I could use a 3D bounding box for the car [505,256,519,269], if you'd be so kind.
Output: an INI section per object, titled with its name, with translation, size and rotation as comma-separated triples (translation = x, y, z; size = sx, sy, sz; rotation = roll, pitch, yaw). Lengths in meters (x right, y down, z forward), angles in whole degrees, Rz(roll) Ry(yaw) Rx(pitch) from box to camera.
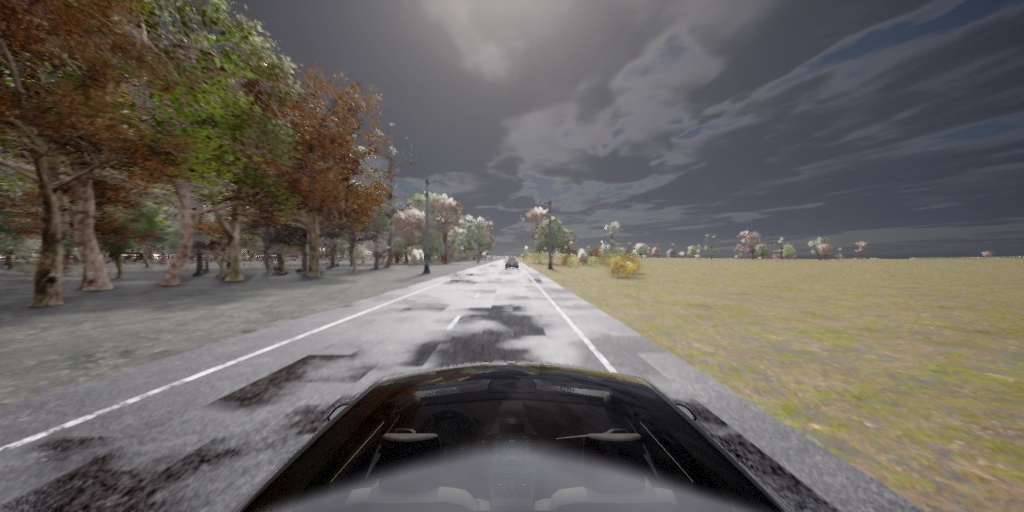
[car]
translation = 0.005, 1.183, 55.705
size = 2.097, 1.767, 4.553
rotation = 0, 0, 0
